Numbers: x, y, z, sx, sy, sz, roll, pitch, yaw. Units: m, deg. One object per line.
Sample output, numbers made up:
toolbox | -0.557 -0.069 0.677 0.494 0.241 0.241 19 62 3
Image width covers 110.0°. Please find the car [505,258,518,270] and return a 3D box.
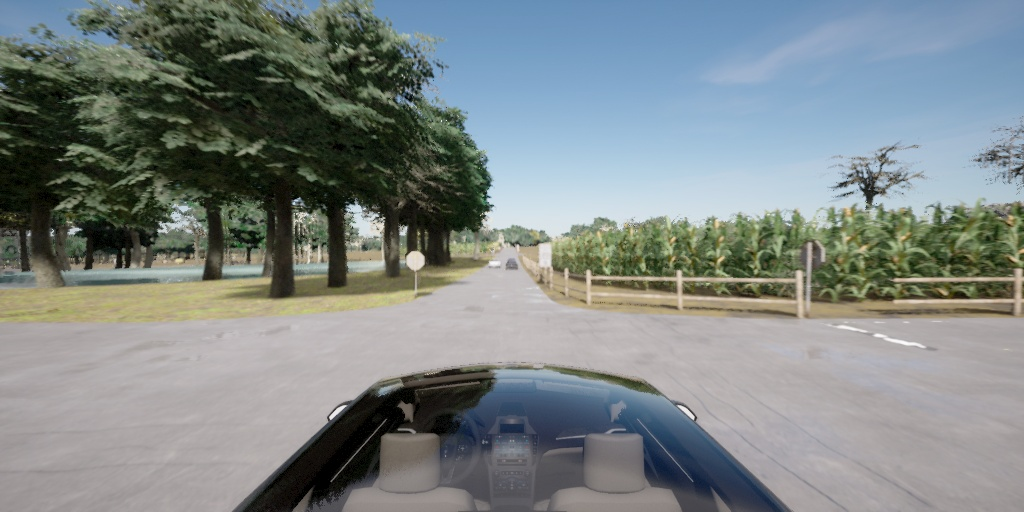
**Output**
car | -0.029 1.238 53.093 2.128 1.511 4.902 0 1 0

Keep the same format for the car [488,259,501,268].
car | -2.781 1.202 58.097 1.812 1.442 4.674 0 1 0
